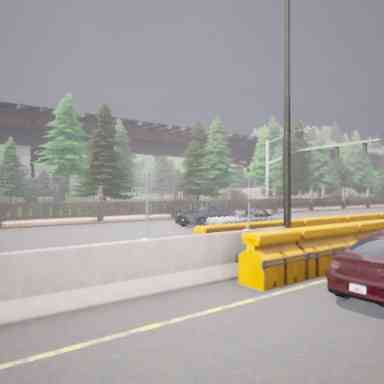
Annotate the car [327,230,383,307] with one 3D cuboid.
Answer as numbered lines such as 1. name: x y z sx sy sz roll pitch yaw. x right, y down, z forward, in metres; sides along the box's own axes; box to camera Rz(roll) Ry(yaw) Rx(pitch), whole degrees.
1. car: 4.767 1.532 7.182 4.674 1.442 1.812 0 0 -36
